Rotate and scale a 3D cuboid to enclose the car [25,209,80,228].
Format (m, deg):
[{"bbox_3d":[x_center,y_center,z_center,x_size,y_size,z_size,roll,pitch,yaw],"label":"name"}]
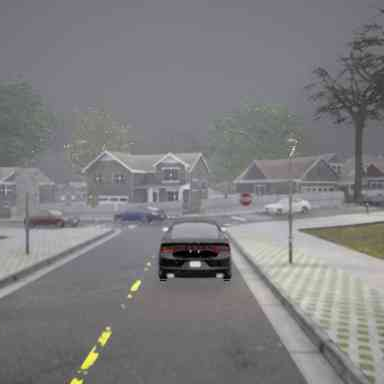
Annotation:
[{"bbox_3d":[-11.271,2.116,26.750,4.674,1.442,1.812,-2,0,21],"label":"car"}]

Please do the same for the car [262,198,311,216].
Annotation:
[{"bbox_3d":[8.544,1.255,30.012,4.674,1.442,1.812,-2,2,-23],"label":"car"}]

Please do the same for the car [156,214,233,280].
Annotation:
[{"bbox_3d":[0.084,1.543,10.190,1.882,1.535,5.008,0,0,0],"label":"car"}]

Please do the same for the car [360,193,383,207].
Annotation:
[{"bbox_3d":[20.412,0.795,35.499,5.357,1.411,2.033,-2,2,-25],"label":"car"}]

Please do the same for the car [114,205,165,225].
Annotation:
[{"bbox_3d":[-4.281,1.832,27.247,4.674,1.442,1.812,-2,-1,32],"label":"car"}]

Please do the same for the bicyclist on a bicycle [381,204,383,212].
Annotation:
[{"bbox_3d":[16.145,0.876,27.004,0.582,1.620,1.656,-2,1,-25],"label":"bicyclist on a bicycle"}]
